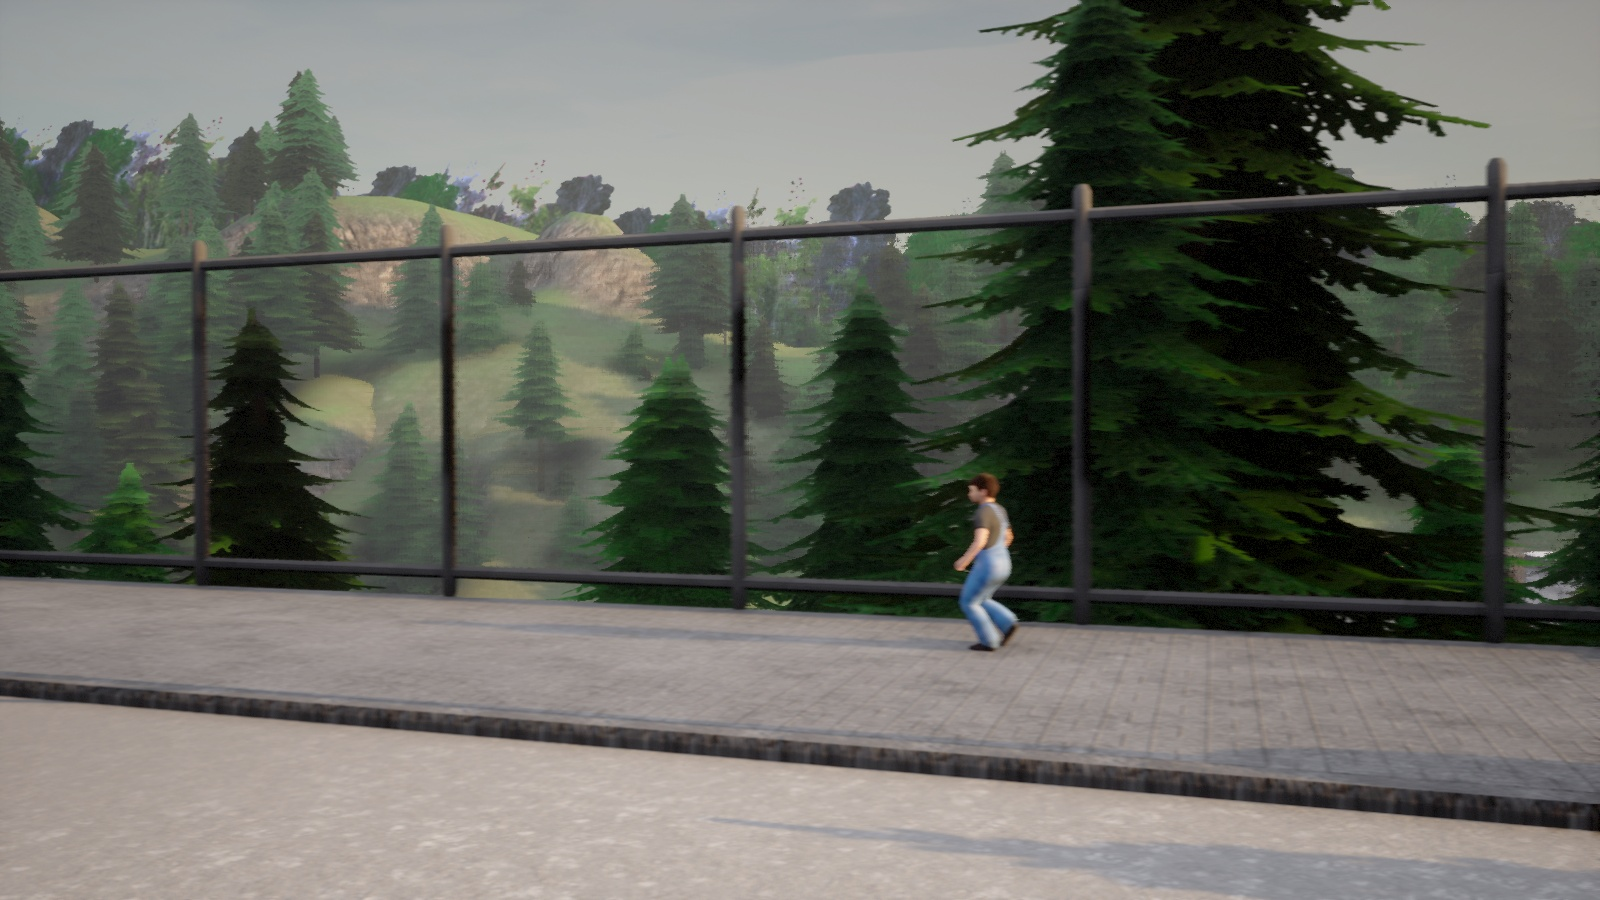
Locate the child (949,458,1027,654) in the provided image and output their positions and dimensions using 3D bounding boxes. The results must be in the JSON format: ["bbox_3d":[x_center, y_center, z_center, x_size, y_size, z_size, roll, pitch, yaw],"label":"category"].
[{"bbox_3d":[1.255,0.687,8.376,0.437,1.263,0.270,1,1,30],"label":"child"}]
